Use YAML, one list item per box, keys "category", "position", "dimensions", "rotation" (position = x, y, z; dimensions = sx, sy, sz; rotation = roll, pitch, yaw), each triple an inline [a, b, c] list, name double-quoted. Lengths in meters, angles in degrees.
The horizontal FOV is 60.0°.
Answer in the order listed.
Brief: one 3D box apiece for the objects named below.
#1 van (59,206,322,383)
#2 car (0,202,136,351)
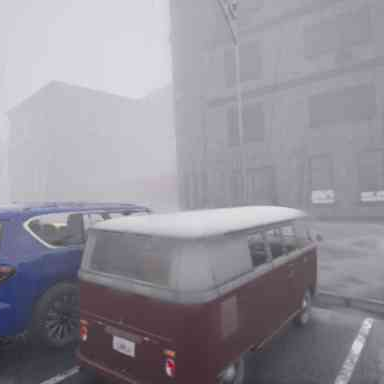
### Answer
- category: "van"
  position: [0.575, 1.245, 5.037]
  dimensions: [1.878, 1.987, 4.442]
  rotation: [0, 0, 35]
- category: "car"
  position: [-1.760, 1.210, 6.569]
  dimensions: [2.435, 2.045, 5.566]
  rotation: [0, 0, 35]
